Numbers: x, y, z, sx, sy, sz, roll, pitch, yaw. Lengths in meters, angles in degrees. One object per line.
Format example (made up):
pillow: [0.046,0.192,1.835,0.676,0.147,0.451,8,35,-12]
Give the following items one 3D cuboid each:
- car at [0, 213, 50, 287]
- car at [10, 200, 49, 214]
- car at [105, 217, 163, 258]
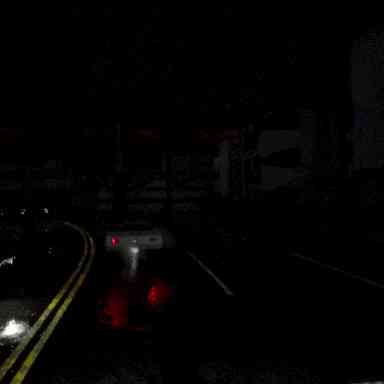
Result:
car: [-5.260,1.545,9.262,1.812,1.442,4.674,-1,0,-14]
car: [-12.600,1.403,25.703,2.097,1.767,4.553,0,0,-38]
car: [-2.365,1.598,12.879,1.895,1.301,4.718,0,0,-13]
